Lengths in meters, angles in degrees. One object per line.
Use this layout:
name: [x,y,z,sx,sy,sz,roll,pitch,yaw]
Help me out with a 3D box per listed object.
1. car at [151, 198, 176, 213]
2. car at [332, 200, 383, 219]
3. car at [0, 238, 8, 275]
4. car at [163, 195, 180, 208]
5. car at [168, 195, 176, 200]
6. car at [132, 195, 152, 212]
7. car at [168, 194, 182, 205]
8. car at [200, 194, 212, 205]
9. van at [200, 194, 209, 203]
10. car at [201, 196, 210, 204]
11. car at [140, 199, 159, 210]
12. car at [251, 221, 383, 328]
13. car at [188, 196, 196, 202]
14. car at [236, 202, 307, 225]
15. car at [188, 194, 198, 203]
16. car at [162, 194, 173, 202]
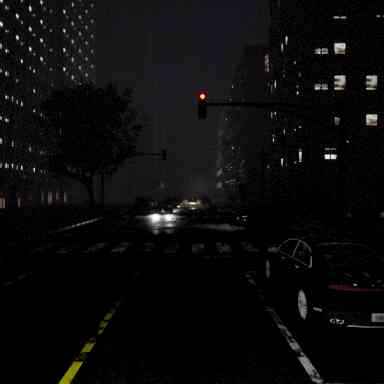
car: [-3.093,1.620,37.150,1.895,1.301,4.718,0,0,-1]
car: [13.423,1.350,26.319,4.403,1.369,2.008,-1,1,-1]
car: [-5.692,1.545,6.911,1.887,1.381,4.507,0,0,0]
car: [-3.104,1.554,46.261,1.812,1.442,4.674,0,0,0]
car: [-5.702,1.654,94.528,2.008,1.369,4.403,0,0,0]
car: [-5.696,1.336,39.299,2.192,1.841,5.009,0,0,0]
car: [-3.087,1.565,57.032,1.812,1.442,4.674,0,0,0]
car: [2.683,1.611,61.391,1.947,1.339,4.313,0,0,0]
van: [2.681,1.402,72.438,1.690,1.788,3.998,0,0,0]
car: [2.682,1.578,67.084,1.752,1.417,4.829,0,0,0]
car: [-5.697,1.592,44.822,1.947,1.339,4.313,0,0,0]
car: [2.688,1.551,6.912,2.008,1.369,4.403,0,0,0]
car: [-0.008,1.668,78.905,1.895,1.301,4.718,0,0,0]
car: [5.405,1.470,22.727,4.892,1.490,1.837,-1,-1,-13]
car: [0.091,1.656,68.903,1.895,1.301,4.718,0,0,0]
car: [-5.700,1.386,77.959,2.192,1.841,5.009,0,0,0]
